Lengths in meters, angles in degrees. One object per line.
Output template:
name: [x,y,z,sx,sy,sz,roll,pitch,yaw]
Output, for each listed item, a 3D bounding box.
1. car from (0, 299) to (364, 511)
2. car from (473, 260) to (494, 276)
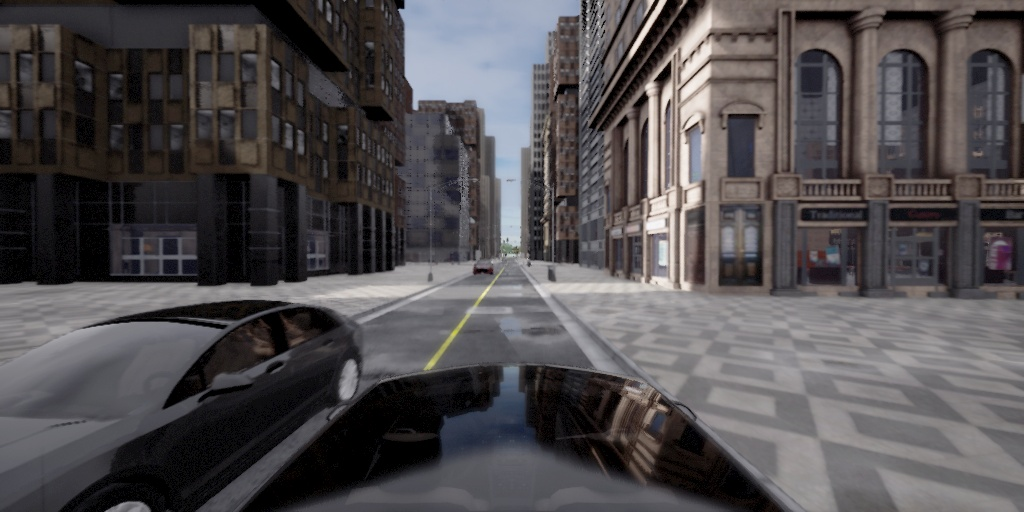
car: [-3.088,1.262,3.418,1.837,1.490,4.892,0,-1,0]
car: [-3.084,1.220,39.584,2.097,1.767,4.553,0,0,0]
